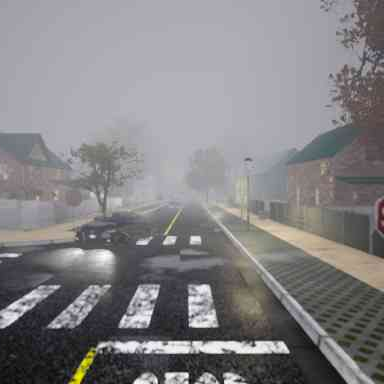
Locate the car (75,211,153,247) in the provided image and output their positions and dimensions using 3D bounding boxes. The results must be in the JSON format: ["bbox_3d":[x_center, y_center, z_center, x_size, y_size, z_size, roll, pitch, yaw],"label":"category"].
[{"bbox_3d":[-3.359,1.566,15.061,1.994,1.385,4.181,1,0,17],"label":"car"}]

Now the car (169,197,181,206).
[{"bbox_3d":[-2.862,1.567,56.168,2.033,1.411,5.357,0,0,0],"label":"car"}]
